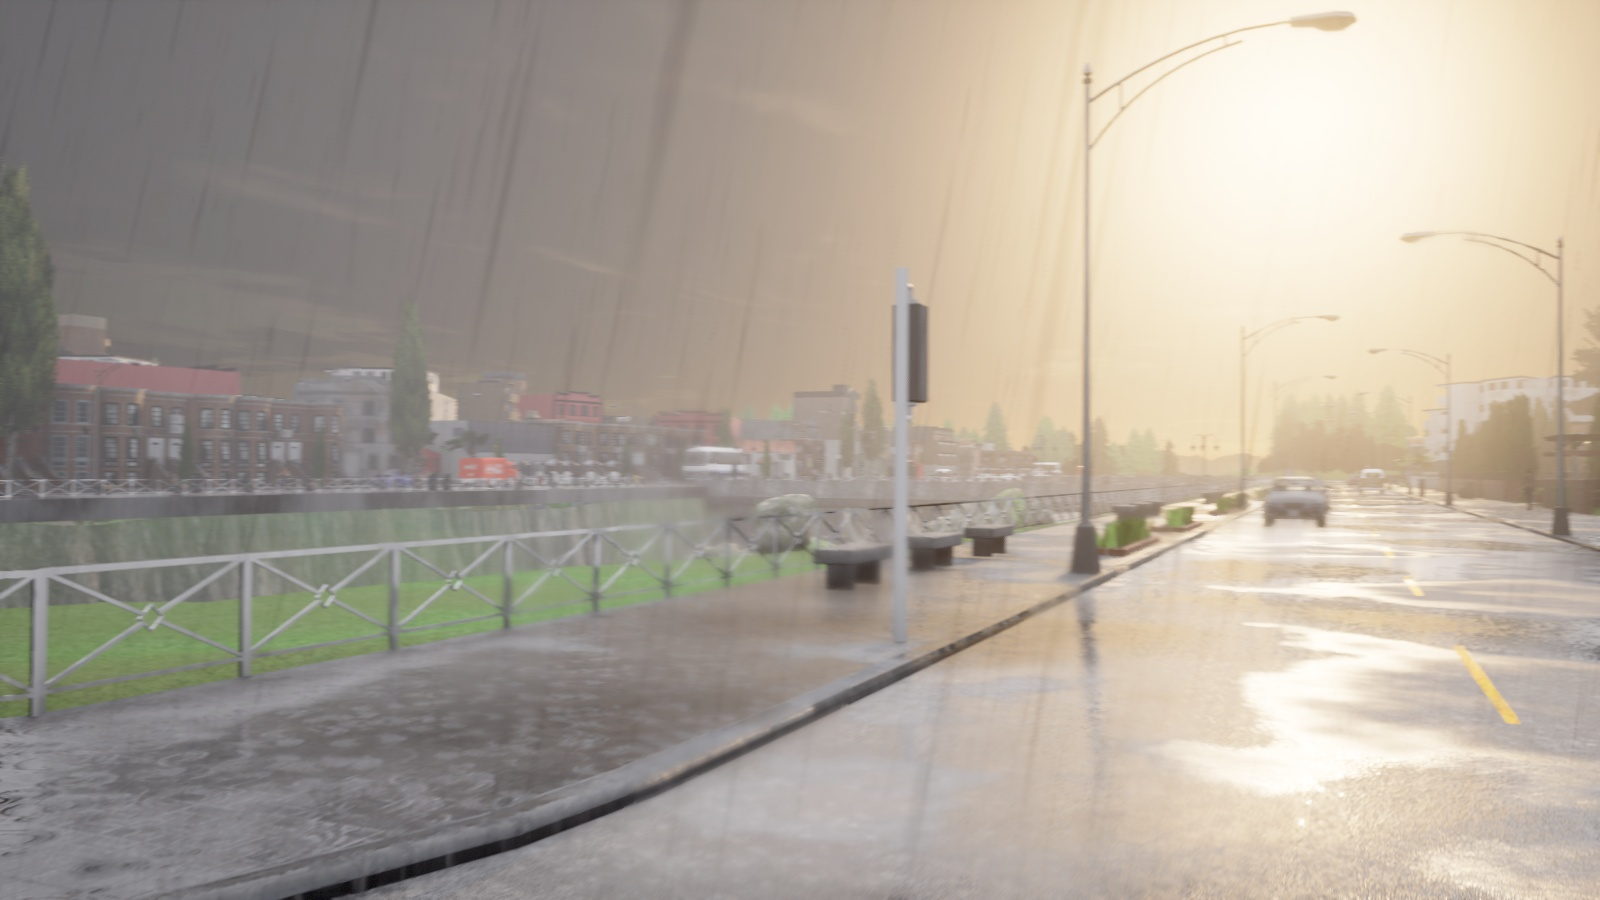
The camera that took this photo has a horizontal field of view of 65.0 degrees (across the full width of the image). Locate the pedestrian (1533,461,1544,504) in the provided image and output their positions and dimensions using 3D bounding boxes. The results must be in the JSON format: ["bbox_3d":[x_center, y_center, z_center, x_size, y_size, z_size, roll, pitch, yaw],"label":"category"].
[{"bbox_3d":[31.215,1.376,53.087,0.328,1.805,0.869,-1,-1,34],"label":"pedestrian"}]

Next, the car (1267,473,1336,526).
[{"bbox_3d":[15.207,1.447,37.937,1.816,1.474,4.193,0,-1,23],"label":"car"}]

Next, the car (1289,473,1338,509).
[{"bbox_3d":[21.847,1.710,53.362,1.812,1.442,4.674,0,-1,23],"label":"car"}]
